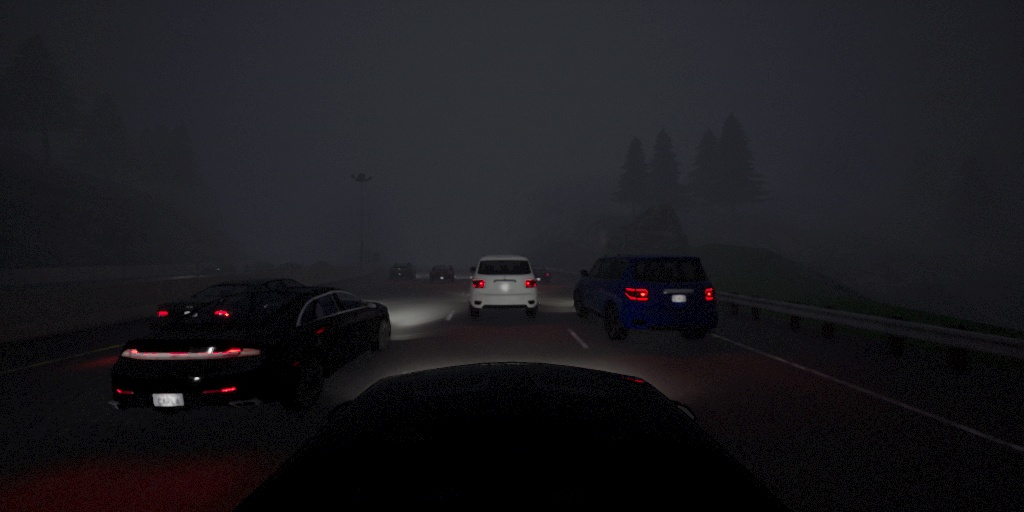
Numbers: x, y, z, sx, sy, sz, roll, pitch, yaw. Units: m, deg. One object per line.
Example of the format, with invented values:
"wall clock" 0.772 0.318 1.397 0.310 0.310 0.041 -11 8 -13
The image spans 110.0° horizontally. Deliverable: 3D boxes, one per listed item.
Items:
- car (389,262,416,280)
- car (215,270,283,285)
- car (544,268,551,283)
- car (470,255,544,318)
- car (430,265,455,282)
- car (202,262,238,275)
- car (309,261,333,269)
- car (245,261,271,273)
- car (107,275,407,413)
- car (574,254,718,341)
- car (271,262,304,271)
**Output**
"car" -9.629 1.304 31.837 2.128 1.511 4.902 0 0 -10
"car" -7.200 1.325 10.378 2.033 1.411 5.357 0 0 -3
"car" 1.613 1.384 27.956 1.895 1.301 4.718 0 0 -8
"car" -0.376 0.988 13.274 2.150 2.045 5.566 0 0 -4
"car" -5.697 1.402 29.641 1.895 1.301 4.718 0 0 -9
"car" -33.141 1.401 40.832 1.812 1.442 4.674 0 0 -14
"car" -22.912 1.382 43.170 1.812 1.442 4.674 0 0 -14
"car" -30.027 1.364 42.782 2.128 1.511 4.902 0 0 -14
"car" -3.568 1.255 6.077 2.128 1.511 4.902 0 0 -2
"car" 3.307 0.975 10.042 2.150 2.045 5.566 0 0 -3
"car" -26.430 1.428 42.779 1.994 1.385 4.181 0 0 -14
